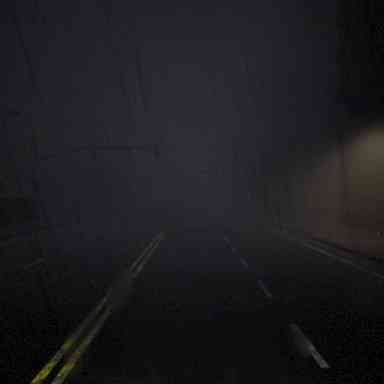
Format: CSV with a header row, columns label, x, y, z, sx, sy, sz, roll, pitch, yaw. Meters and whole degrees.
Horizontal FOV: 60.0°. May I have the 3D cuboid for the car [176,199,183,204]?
label,x,y,z,sx,sy,sz,roll,pitch,yaw
car,-3.497,2.646,95.180,1.895,1.301,4.718,0,-1,0

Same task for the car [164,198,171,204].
label,x,y,z,sx,sy,sz,roll,pitch,yaw
car,-6.997,2.551,95.211,1.837,1.490,4.892,0,-1,0
